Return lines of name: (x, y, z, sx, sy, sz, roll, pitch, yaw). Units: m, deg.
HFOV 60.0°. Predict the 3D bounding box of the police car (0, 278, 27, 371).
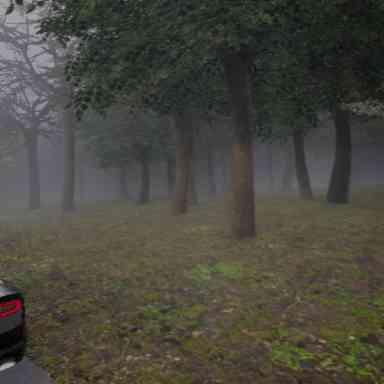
police car: (-4.262, 1.472, 4.947, 5.238, 1.638, 1.930, -1, 1, 43)
